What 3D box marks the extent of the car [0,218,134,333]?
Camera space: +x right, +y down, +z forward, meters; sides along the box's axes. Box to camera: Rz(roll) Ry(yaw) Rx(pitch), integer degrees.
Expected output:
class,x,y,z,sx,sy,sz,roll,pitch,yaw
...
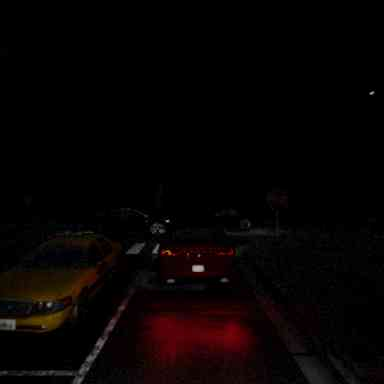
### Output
class,x,y,z,sx,sy,sz,roll,pitch,yaw
car,-2.617,1.549,7.082,1.752,1.417,4.829,1,0,0

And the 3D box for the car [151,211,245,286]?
class,x,y,z,sx,sy,sz,roll,pitch,yaw
car,0.045,1.509,9.558,1.882,1.535,5.008,0,-1,-2

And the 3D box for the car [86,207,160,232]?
class,x,y,z,sx,sy,sz,roll,pitch,yaw
car,-3.292,1.558,17.929,4.902,1.511,2.128,-1,-1,0

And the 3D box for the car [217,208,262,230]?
class,x,y,z,sx,sy,sz,roll,pitch,yaw
car,1.858,1.668,20.890,4.718,1.301,1.895,-1,-1,0
